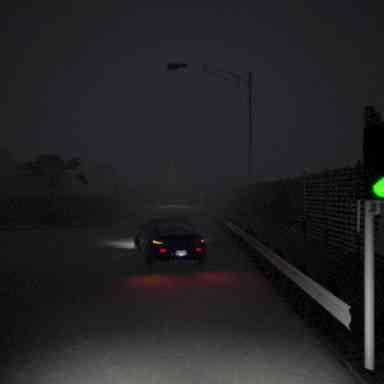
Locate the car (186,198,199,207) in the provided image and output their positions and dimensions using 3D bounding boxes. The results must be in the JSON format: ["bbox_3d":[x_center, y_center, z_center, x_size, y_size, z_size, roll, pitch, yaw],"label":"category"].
[{"bbox_3d":[0.045,1.788,57.818,1.837,1.490,4.892,0,0,0],"label":"car"}]

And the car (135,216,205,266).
[{"bbox_3d":[-0.863,1.584,11.747,1.812,1.442,4.674,1,0,-14],"label":"car"}]
